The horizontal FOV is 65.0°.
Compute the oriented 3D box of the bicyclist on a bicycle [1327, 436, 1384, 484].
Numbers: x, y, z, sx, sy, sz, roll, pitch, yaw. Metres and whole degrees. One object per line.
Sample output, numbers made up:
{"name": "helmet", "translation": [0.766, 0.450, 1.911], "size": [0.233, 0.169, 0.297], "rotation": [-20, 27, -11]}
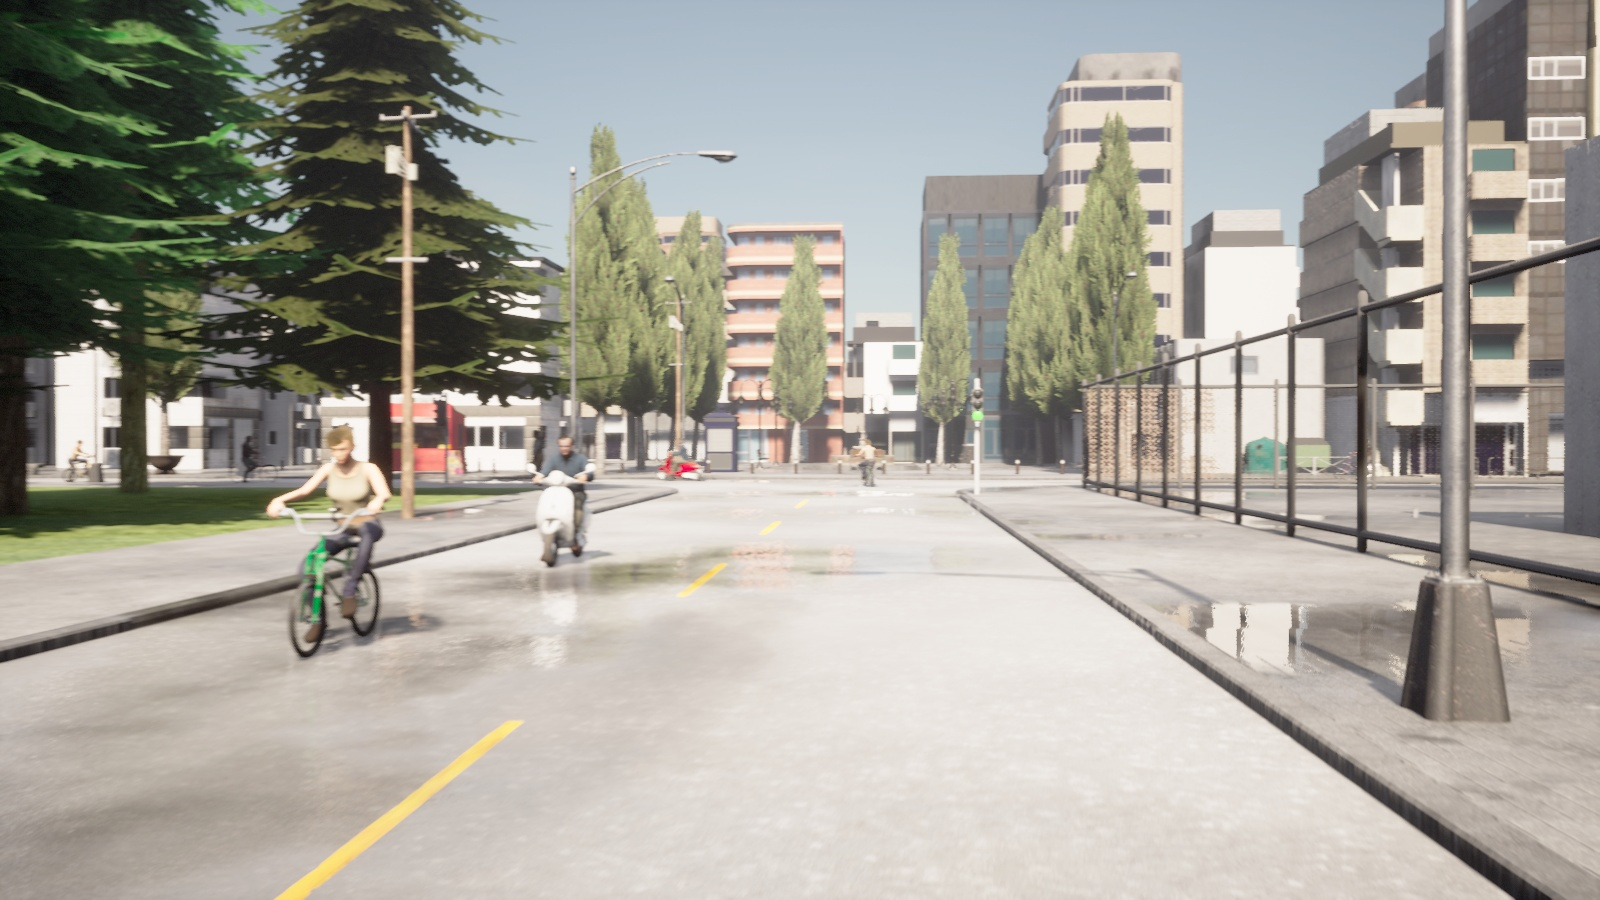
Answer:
{"name": "bicyclist on a bicycle", "translation": [20.860, 0.381, 47.201], "size": [1.843, 1.776, 0.659], "rotation": [0, 0, 3]}

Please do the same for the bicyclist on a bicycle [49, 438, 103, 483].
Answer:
{"name": "bicyclist on a bicycle", "translation": [-26.598, 0.381, 46.142], "size": [1.509, 1.612, 0.866], "rotation": [0, 0, 4]}

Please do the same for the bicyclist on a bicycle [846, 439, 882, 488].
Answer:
{"name": "bicyclist on a bicycle", "translation": [2.165, 0.444, 42.698], "size": [0.866, 1.612, 1.509], "rotation": [-1, 1, -12]}

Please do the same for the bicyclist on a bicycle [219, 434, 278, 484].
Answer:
{"name": "bicyclist on a bicycle", "translation": [-20.085, 0.327, 45.750], "size": [1.843, 1.776, 0.659], "rotation": [0, 0, 4]}

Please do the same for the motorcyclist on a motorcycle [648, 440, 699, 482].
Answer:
{"name": "motorcyclist on a motorcycle", "translation": [-4.884, 0.417, 48.579], "size": [1.817, 1.590, 0.866], "rotation": [0, 1, 10]}

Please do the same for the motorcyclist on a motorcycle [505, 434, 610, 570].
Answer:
{"name": "motorcyclist on a motorcycle", "translation": [-2.983, 0.607, 15.638], "size": [0.866, 1.590, 1.817], "rotation": [0, 0, 4]}

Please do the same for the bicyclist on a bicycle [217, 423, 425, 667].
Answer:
{"name": "bicyclist on a bicycle", "translation": [-3.406, 0.626, 9.085], "size": [0.866, 1.612, 1.509], "rotation": [0, 0, 3]}

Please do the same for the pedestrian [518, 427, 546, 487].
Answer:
{"name": "pedestrian", "translation": [-8.407, 0.220, 39.444], "size": [0.694, 1.848, 0.540], "rotation": [0, 0, 11]}
